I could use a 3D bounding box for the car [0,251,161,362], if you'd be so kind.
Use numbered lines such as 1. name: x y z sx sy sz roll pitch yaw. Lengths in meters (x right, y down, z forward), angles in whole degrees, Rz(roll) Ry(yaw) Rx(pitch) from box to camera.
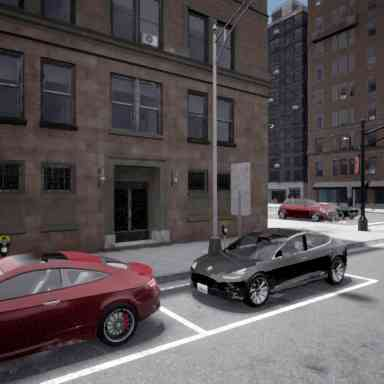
1. car: -2.457 1.582 4.782 4.206 1.307 1.802 0 0 -35

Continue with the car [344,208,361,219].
1. car: 11.593 1.580 28.192 1.895 1.301 4.718 0 0 -36

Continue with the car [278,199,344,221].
1. car: 9.046 1.341 26.170 2.097 1.767 4.553 0 0 -36

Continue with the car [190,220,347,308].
1. car: 1.981 1.566 7.947 4.313 1.339 1.947 0 0 -35
